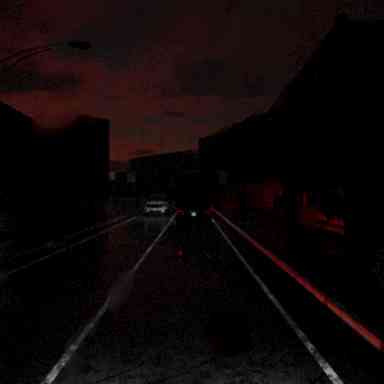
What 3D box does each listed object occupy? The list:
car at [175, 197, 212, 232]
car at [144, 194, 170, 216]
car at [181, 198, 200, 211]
[{"bbox_3d":[0.113,1.343,21.446,2.150,2.045,5.566,0,0,0],"label":"car"},{"bbox_3d":[-3.485,1.285,34.012,2.150,2.045,5.566,0,0,0],"label":"car"},{"bbox_3d":[-0.250,1.510,41.726,2.128,1.511,4.902,0,0,-4],"label":"car"}]
